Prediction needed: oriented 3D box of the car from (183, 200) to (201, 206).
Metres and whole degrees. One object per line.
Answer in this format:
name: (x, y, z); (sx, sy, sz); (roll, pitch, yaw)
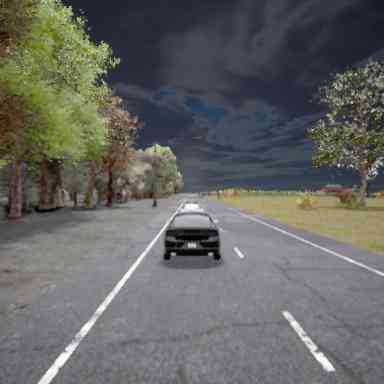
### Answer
car: (0.001, 1.647, 27.990); (1.895, 1.301, 4.718); (0, 0, 0)

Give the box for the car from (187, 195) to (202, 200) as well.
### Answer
car: (-0.004, 1.620, 49.820); (2.033, 1.411, 5.357); (0, 0, 0)

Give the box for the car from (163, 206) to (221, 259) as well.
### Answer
car: (0.003, 1.500, 12.729); (1.882, 1.535, 5.008); (0, 0, 0)
